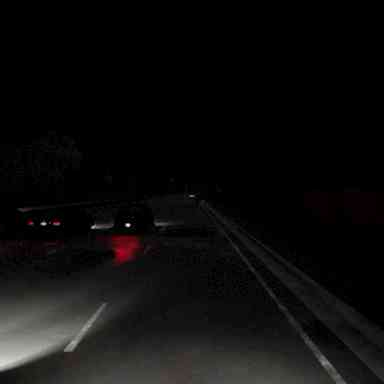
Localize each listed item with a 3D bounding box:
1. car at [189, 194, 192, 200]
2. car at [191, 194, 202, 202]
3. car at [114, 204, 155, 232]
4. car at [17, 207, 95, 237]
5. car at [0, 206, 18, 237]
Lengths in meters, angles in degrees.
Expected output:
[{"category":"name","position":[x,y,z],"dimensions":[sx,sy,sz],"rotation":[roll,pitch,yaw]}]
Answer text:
[{"category":"car","position":[0.024,1.325,89.866],"dimensions":[2.128,1.511,4.902],"rotation":[0,0,0]},{"category":"car","position":[1.243,1.424,73.130],"dimensions":[1.801,1.575,5.366],"rotation":[0,0,0]},{"category":"car","position":[-3.395,1.496,20.043],"dimensions":[1.837,1.490,4.892],"rotation":[0,0,0]},{"category":"car","position":[-6.895,1.539,17.974],"dimensions":[2.033,1.411,5.357],"rotation":[0,0,0]},{"category":"car","position":[-10.395,1.470,17.972],"dimensions":[1.882,1.535,5.008],"rotation":[0,0,0]}]
